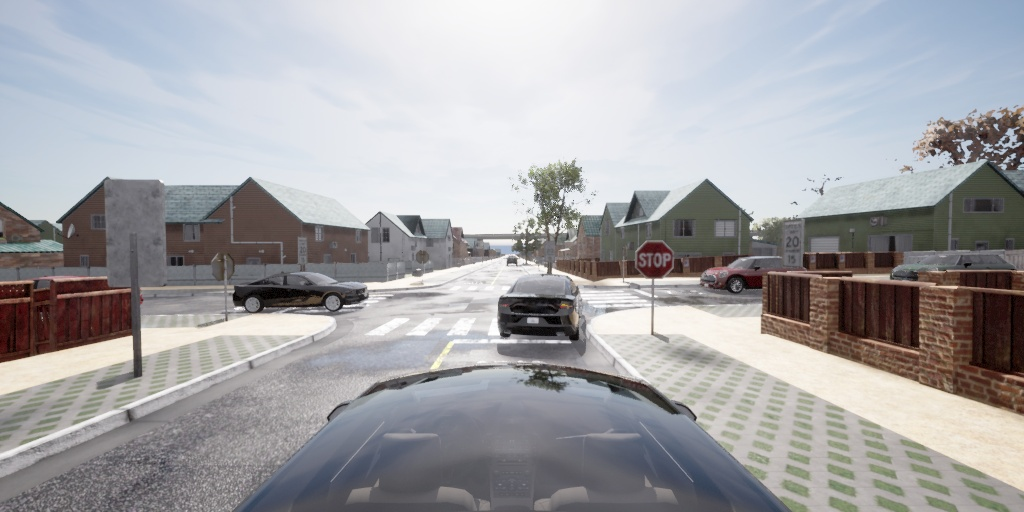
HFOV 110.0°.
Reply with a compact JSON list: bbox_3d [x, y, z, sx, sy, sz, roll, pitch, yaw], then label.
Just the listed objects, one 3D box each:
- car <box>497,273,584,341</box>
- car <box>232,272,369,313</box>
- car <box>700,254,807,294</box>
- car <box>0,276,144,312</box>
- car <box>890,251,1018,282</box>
[{"bbox_3d":[0.960,1.224,10.061,1.882,1.535,5.008,0,0,12],"label":"car"},{"bbox_3d":[-8.465,1.376,14.589,5.008,1.535,1.882,-1,2,0],"label":"car"},{"bbox_3d":[11.810,0.820,17.668,4.553,1.767,2.097,-1,2,0],"label":"car"},{"bbox_3d":[-18.018,1.546,14.529,5.008,1.535,1.882,-1,2,0],"label":"car"},{"bbox_3d":[21.705,0.646,17.738,4.553,1.767,2.097,-1,2,0],"label":"car"}]
